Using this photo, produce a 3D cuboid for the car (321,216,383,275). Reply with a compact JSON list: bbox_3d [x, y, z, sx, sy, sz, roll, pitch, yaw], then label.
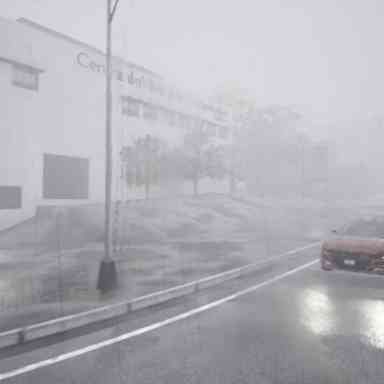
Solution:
[{"bbox_3d":[5.731,1.572,10.582,1.882,1.535,5.008,-1,-1,41],"label":"car"}]
